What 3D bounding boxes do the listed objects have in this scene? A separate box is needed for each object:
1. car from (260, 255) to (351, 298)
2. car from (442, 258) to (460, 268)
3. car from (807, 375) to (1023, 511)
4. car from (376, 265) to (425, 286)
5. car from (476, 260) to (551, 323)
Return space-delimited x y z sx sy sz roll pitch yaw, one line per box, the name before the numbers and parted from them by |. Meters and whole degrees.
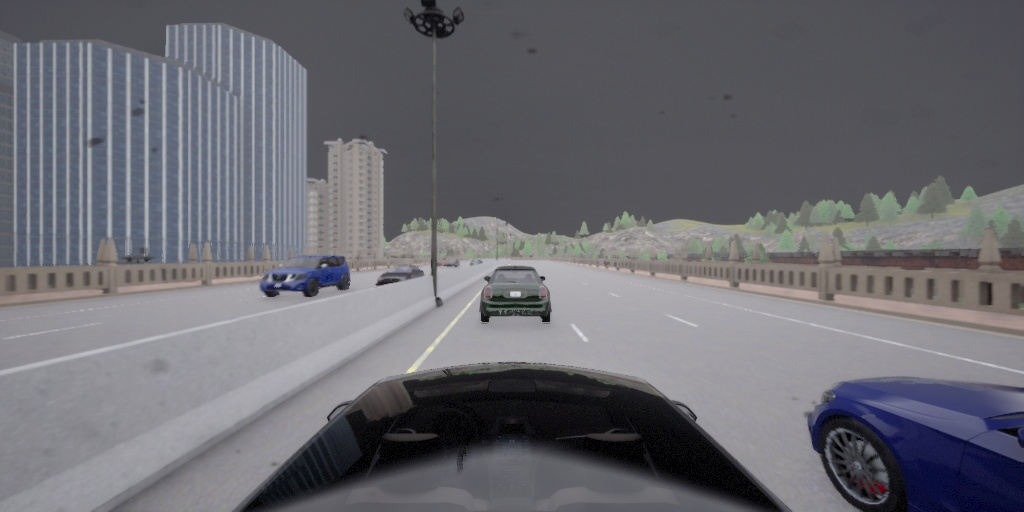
car | -10.598 0.971 18.985 2.150 2.045 5.566 0 0 0
car | -10.087 1.253 61.428 1.837 1.490 4.892 0 0 2
car | 3.601 1.276 1.284 1.812 1.442 4.674 0 0 0
car | -7.098 1.297 23.551 2.033 1.411 5.357 0 0 0
car | 0.102 1.102 12.314 2.097 1.767 4.553 0 0 0
